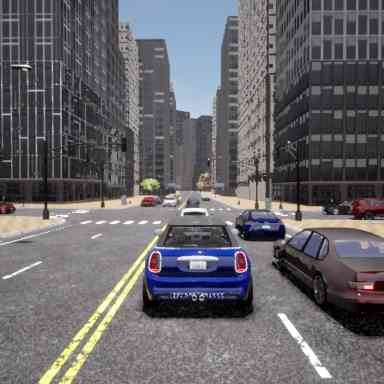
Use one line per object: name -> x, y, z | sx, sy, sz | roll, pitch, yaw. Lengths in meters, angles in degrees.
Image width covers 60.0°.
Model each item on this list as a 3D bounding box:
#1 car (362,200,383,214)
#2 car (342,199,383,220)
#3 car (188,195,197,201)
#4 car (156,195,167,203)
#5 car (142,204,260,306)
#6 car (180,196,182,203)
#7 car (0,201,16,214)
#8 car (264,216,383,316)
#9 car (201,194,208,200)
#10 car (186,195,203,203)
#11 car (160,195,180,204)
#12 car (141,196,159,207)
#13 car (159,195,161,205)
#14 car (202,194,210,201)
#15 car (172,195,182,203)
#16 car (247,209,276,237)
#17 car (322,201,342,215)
car -> 21.869, 1.643, 37.084 | 4.829, 1.417, 1.752 | 1, 0, 1
car -> 16.247, 1.519, 28.807 | 5.009, 1.841, 2.192 | 1, 0, 1
car -> 0.134, 1.460, 83.791 | 2.033, 1.411, 5.357 | 0, 0, 0
car -> -6.388, 1.417, 70.348 | 1.882, 1.535, 5.008 | 0, 0, 0
car -> 0.113, 1.348, 8.158 | 2.097, 1.767, 4.553 | 0, 0, 0
car -> -3.231, 1.501, 59.493 | 2.033, 1.411, 5.357 | 0, 0, 0
car -> -19.341, 1.408, 32.038 | 4.181, 1.385, 1.994 | 1, 1, 1
car -> 3.362, 1.544, 7.817 | 2.033, 1.411, 5.357 | 0, 0, 0
car -> 3.395, 1.267, 90.034 | 1.812, 1.442, 4.674 | 0, 0, 0
car -> 0.133, 1.458, 48.563 | 2.128, 1.511, 4.902 | 0, 0, 1
car -> -3.262, 1.490, 49.802 | 1.812, 1.442, 4.674 | 0, 0, 0
car -> -6.510, 1.442, 50.051 | 1.882, 1.535, 5.008 | 0, 0, 0
car -> -6.480, 1.500, 59.978 | 2.033, 1.411, 5.357 | 0, 0, 0
car -> 3.379, 1.514, 80.062 | 1.895, 1.301, 4.718 | 0, 0, 0
car -> -3.139, 1.418, 69.709 | 1.882, 1.535, 5.008 | 0, 0, 0
car -> 3.376, 1.555, 17.057 | 1.994, 1.385, 4.181 | 0, 0, 0
car -> 16.065, 1.614, 34.604 | 4.892, 1.490, 1.837 | 0, 1, 0
